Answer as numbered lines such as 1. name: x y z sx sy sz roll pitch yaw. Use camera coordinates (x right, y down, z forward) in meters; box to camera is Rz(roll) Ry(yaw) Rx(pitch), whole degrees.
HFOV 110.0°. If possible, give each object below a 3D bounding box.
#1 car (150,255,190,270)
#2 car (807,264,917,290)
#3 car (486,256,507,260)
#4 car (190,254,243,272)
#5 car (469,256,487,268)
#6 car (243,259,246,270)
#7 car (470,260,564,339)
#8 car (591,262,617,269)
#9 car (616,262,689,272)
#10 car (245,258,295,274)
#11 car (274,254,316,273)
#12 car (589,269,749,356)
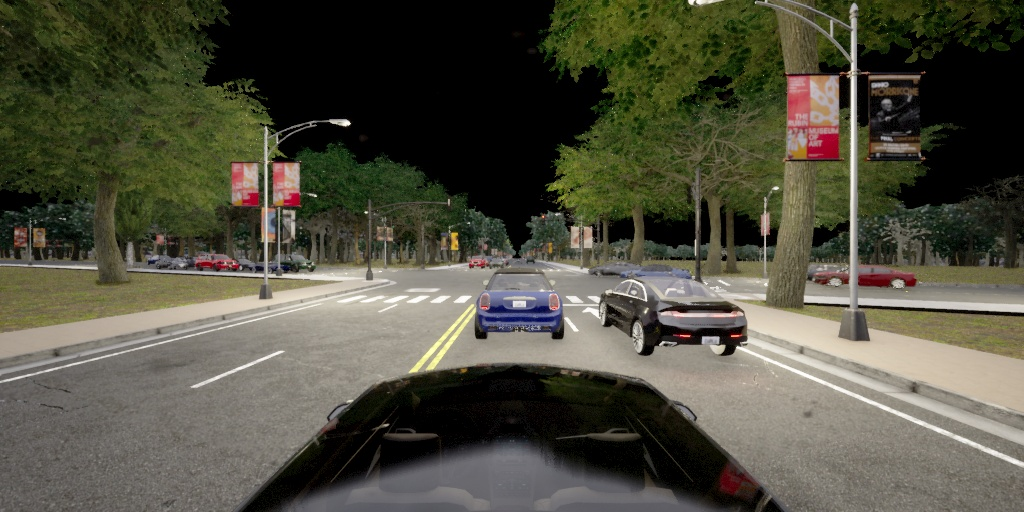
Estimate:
1. car: -44.261 1.020 46.700 4.902 1.511 2.128 0 0 24
2. car: 23.225 1.372 23.842 5.008 1.535 1.882 1 0 24
3. car: -2.359 1.109 55.939 2.097 1.767 4.553 0 0 1
4. car: -35.070 0.796 42.575 5.566 2.045 2.150 0 0 24
5. car: -5.587 0.979 58.009 2.150 2.045 5.566 0 0 1
6. car: -34.670 1.074 45.965 4.892 1.490 1.837 0 0 24
7. car: 0.199 1.102 10.192 2.097 1.767 4.553 0 0 1
8. car: 9.713 1.294 33.530 4.902 1.511 2.128 0 0 26
9. car: 11.542 1.371 29.053 5.357 1.411 2.033 0 0 24
10. car: -26.006 1.225 38.514 4.718 1.301 1.895 0 0 27
11. car: -25.511 0.840 41.870 5.566 2.045 2.150 0 0 24
12. car: 3.434 1.242 8.602 2.128 1.511 4.902 0 0 0
